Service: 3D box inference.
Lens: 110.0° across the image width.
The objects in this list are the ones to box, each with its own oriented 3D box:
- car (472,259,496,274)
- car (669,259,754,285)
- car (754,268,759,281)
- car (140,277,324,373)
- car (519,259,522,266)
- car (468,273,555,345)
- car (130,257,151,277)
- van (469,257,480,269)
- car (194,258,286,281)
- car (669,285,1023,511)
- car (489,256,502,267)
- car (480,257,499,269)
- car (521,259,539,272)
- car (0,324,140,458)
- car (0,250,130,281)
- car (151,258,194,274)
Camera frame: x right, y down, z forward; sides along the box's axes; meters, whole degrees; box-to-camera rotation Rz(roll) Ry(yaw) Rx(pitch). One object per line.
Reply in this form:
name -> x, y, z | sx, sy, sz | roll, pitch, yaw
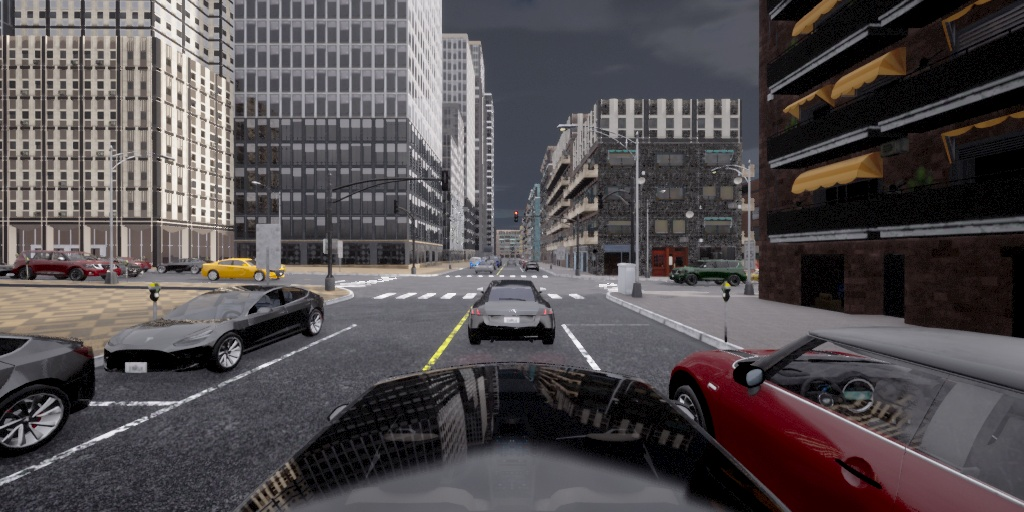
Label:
car -> -3.187, 1.354, 41.855 | 1.895, 1.301, 4.718 | 0, 0, 0
car -> 15.524, 1.290, 28.499 | 5.566, 2.045, 2.150 | 1, 0, -1
car -> 21.302, 1.698, 31.172 | 4.829, 1.417, 1.751 | 0, 0, -1
car -> -5.699, 1.315, 7.610 | 1.948, 1.339, 4.313 | 0, 0, 0
car -> 2.568, 1.302, 57.241 | 1.888, 1.381, 4.507 | 0, 0, 0
car -> -0.013, 1.314, 9.540 | 1.994, 1.385, 4.181 | 0, 0, 0
car -> -28.441, 0.754, 24.705 | 4.892, 1.490, 1.837 | 1, 0, -1
van -> -5.812, 1.097, 57.221 | 1.690, 1.789, 3.998 | 0, 0, 0
car -> -18.515, 0.913, 24.840 | 5.008, 1.535, 1.882 | 1, 0, -1
car -> 2.693, 1.190, 2.384 | 1.967, 1.591, 4.097 | 0, 0, 0
car -> -3.205, 0.980, 62.318 | 2.150, 2.045, 5.566 | 0, 0, 0
car -> -3.205, 1.260, 51.845 | 1.837, 1.490, 4.892 | 0, 0, 0
car -> 2.592, 1.320, 47.274 | 1.948, 1.339, 4.313 | 0, 0, 0
car -> -5.688, 1.316, 2.364 | 1.948, 1.339, 4.313 | 0, 0, 0
car -> -27.428, 0.591, 22.129 | 5.009, 1.841, 2.192 | 0, 0, -1
car -> -27.550, 0.816, 30.510 | 4.313, 1.339, 1.948 | 0, 0, -1
